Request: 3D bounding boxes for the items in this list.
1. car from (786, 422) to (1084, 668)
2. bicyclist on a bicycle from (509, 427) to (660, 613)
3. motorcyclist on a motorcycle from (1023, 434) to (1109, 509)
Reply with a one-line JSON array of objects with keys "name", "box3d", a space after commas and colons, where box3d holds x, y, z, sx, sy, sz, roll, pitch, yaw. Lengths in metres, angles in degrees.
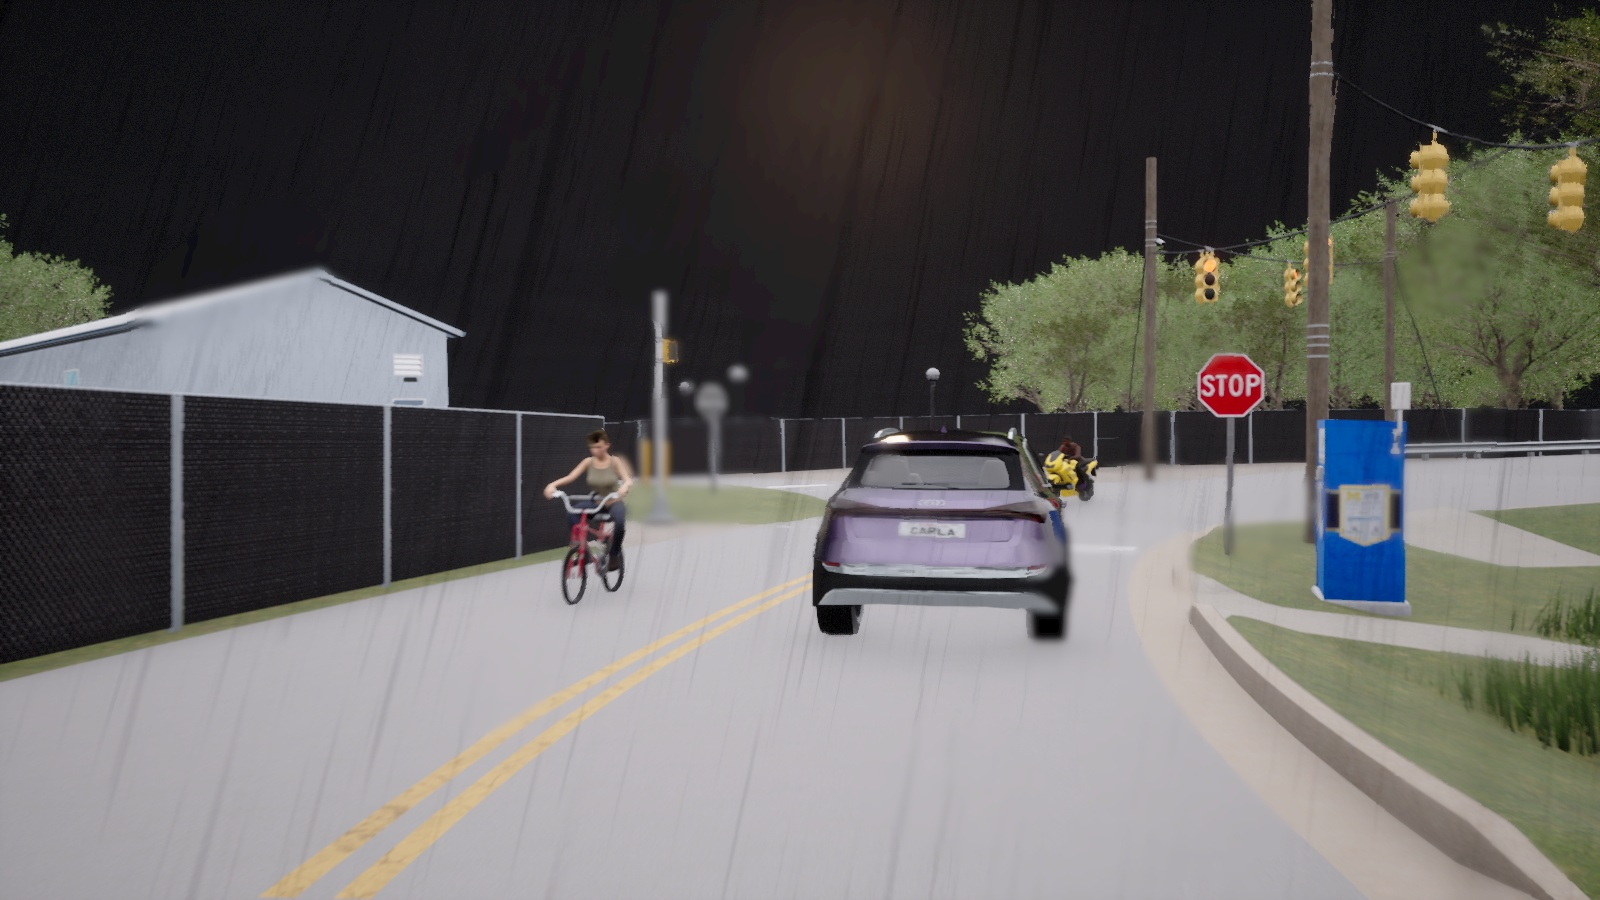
[{"name": "car", "box3d": [1.377, 0.621, 10.989, 2.033, 1.649, 4.856, 0, 0, 11]}, {"name": "bicyclist on a bicycle", "box3d": [-1.992, 0.607, 11.817, 0.866, 1.612, 1.509, 1, 1, 13]}, {"name": "motorcyclist on a motorcycle", "box3d": [5.726, 0.427, 26.982, 0.797, 1.523, 2.044, 3, 3, 44]}]
